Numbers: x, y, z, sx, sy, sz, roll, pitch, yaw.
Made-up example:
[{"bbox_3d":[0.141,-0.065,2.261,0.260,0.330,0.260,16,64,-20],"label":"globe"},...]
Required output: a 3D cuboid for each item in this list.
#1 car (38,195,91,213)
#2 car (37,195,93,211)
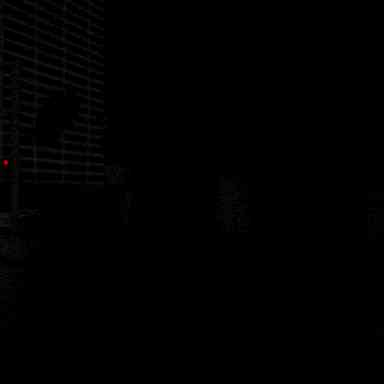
[{"bbox_3d":[-11.989,1.093,31.400,1.882,1.535,5.008,1,1,35],"label":"car"},{"bbox_3d":[-13.412,1.114,35.450,2.033,1.411,5.357,1,1,35],"label":"car"}]
